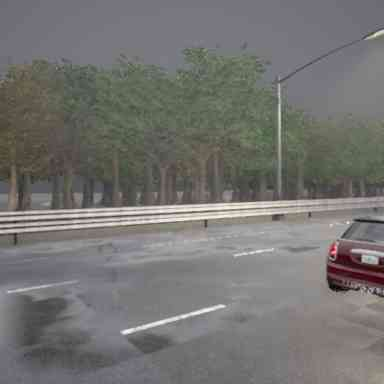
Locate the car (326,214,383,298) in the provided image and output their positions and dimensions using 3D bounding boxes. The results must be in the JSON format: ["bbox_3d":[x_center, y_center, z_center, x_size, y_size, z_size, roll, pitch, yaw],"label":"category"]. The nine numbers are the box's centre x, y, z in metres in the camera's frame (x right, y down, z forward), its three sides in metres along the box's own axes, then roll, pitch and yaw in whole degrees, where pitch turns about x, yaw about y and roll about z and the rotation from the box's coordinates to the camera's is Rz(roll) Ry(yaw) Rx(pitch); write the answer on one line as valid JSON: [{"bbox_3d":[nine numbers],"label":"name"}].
[{"bbox_3d":[5.062,1.262,7.438,4.553,1.767,2.097,-1,0,-35],"label":"car"}]
